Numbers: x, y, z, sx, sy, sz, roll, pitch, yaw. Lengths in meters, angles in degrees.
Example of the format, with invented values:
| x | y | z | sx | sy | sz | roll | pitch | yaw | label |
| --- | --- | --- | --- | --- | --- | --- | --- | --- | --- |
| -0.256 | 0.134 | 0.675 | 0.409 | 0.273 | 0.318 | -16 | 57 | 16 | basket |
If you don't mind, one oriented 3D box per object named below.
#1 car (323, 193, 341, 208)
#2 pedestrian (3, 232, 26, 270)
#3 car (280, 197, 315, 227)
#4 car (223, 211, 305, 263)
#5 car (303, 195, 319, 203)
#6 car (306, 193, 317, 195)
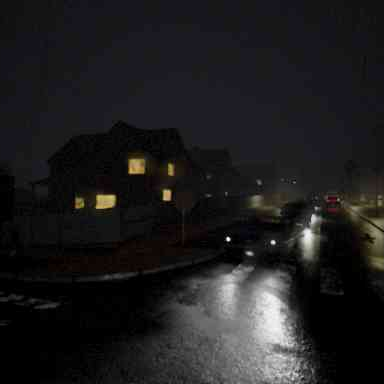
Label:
| x | y | z | sx | sy | sz | roll | pitch | yaw | label |
| --- | --- | --- | --- | --- | --- | --- | --- | --- | --- |
| 19.180 | 1.299 | 45.346 | 1.837 | 1.490 | 4.892 | 0 | 0 | 21 | car |
| -5.427 | 1.404 | 10.201 | 0.375 | 1.860 | 0.375 | 0 | -1 | 26 | pedestrian |
| 7.127 | 1.391 | 22.698 | 1.882 | 1.535 | 5.008 | 0 | 1 | 21 | car |
| 2.779 | 1.592 | 12.356 | 1.895 | 1.301 | 4.718 | 0 | 1 | 27 | car |
| 11.746 | 1.333 | 34.450 | 2.128 | 1.511 | 4.902 | 0 | 0 | 22 | car |
| 17.456 | 0.849 | 48.754 | 2.097 | 1.767 | 4.553 | 0 | 0 | 21 | car |
